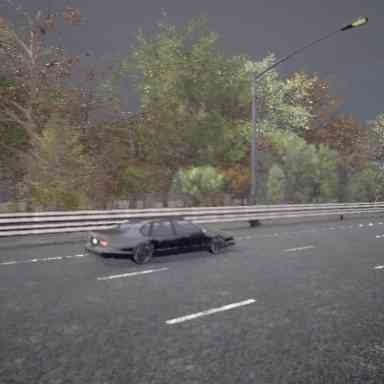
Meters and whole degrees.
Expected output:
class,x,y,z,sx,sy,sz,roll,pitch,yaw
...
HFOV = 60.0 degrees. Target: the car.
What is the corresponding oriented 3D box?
class,x,y,z,sx,sy,sz,roll,pitch,yaw
car,-0.926,1.561,11.681,5.357,1.411,2.033,0,0,-35
